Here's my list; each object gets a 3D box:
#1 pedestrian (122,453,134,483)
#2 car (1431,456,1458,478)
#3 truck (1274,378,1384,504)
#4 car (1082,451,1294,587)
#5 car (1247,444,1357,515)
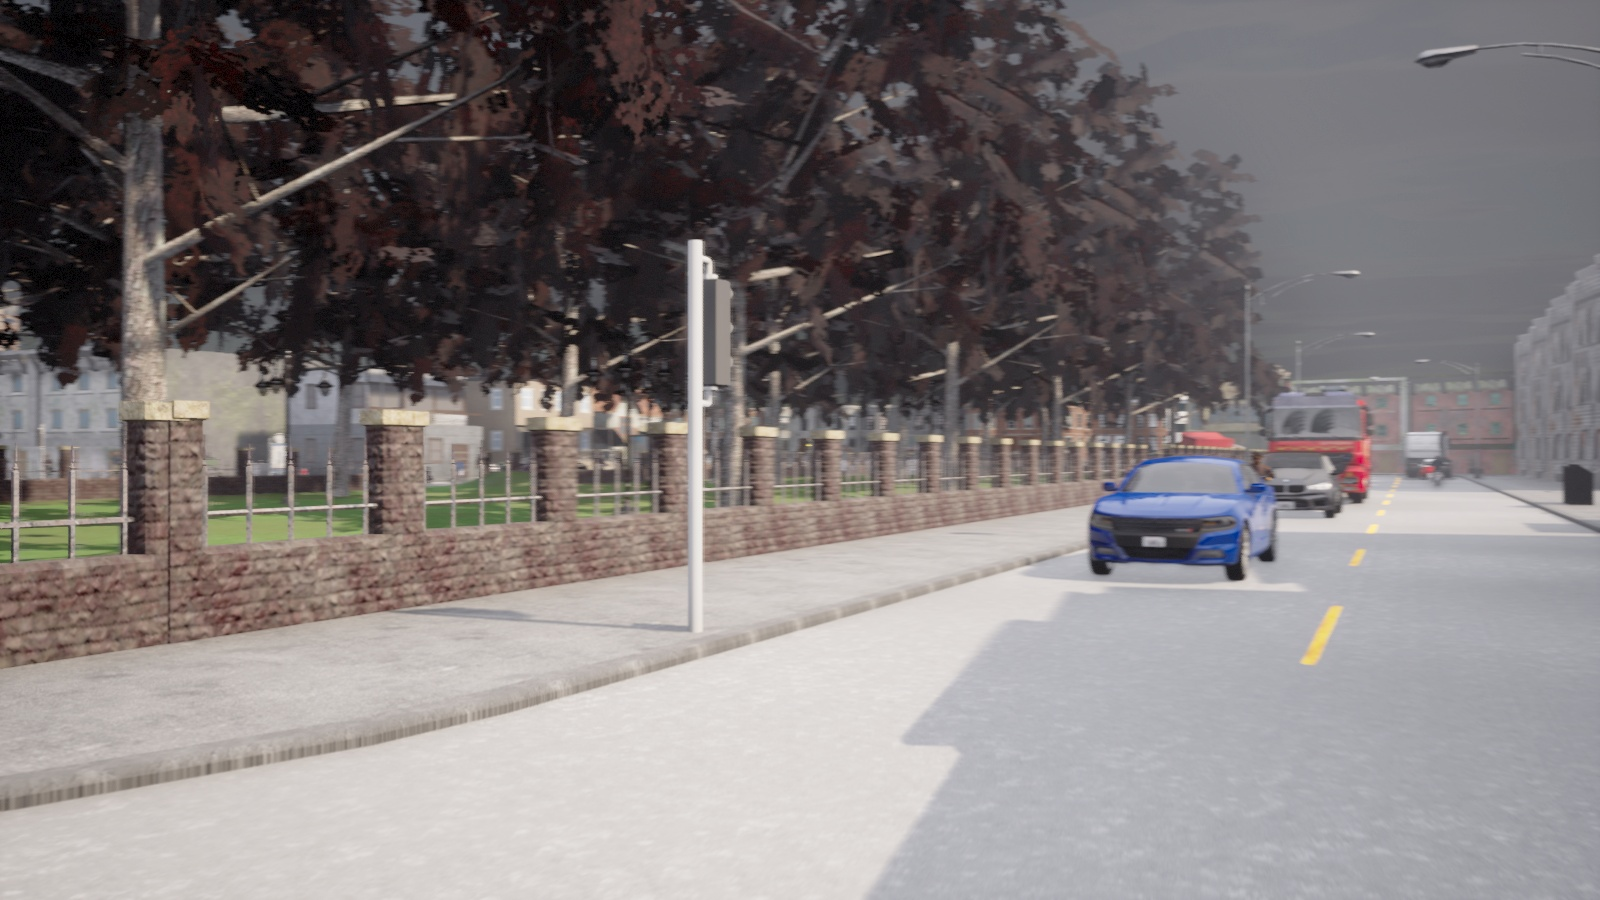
[{"bbox_3d":[-41.788,1.115,78.117,0.726,1.842,0.402,-1,0,40],"label":"pedestrian"},{"bbox_3d":[41.241,1.075,80.345,1.481,1.376,2.207,0,0,26],"label":"car"},{"bbox_3d":[18.068,-0.255,42.552,2.891,3.827,8.468,0,0,26],"label":"truck"},{"bbox_3d":[5.370,0.798,16.909,1.882,1.535,5.008,0,0,27],"label":"car"},{"bbox_3d":[12.955,0.718,32.227,2.242,1.667,4.611,0,0,27],"label":"car"}]
